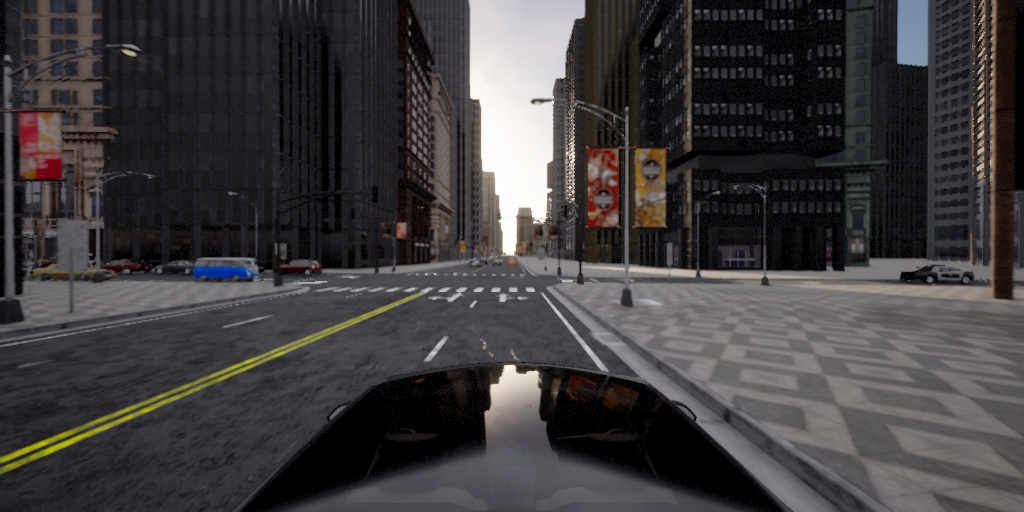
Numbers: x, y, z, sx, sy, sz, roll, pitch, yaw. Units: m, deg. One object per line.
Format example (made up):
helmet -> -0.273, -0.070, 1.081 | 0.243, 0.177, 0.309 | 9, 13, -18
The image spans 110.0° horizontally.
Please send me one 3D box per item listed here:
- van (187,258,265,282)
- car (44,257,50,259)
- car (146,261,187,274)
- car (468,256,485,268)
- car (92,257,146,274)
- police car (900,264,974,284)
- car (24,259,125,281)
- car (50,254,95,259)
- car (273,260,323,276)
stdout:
van -> -20.678, 1.014, 26.070 | 3.998, 1.789, 1.690 | 0, 0, 0
car -> -41.259, 0.963, 28.913 | 4.902, 1.511, 2.128 | 1, 0, 0
car -> -31.897, 1.071, 34.635 | 4.403, 1.370, 2.007 | 0, 0, 0
car -> -6.504, 1.298, 63.072 | 2.128, 1.511, 4.902 | 0, 0, 1
car -> -37.521, 1.015, 34.655 | 4.507, 1.381, 1.888 | 0, 0, 0
police car -> 37.295, 1.556, 31.606 | 5.238, 1.638, 1.930 | 0, 0, 0
car -> -31.756, 1.098, 26.109 | 4.829, 1.417, 1.751 | 0, 0, 0
car -> -43.146, 0.733, 34.675 | 5.009, 1.841, 2.192 | 0, 0, 0
car -> -20.648, 1.061, 34.595 | 4.097, 1.591, 1.967 | 0, 0, 0
